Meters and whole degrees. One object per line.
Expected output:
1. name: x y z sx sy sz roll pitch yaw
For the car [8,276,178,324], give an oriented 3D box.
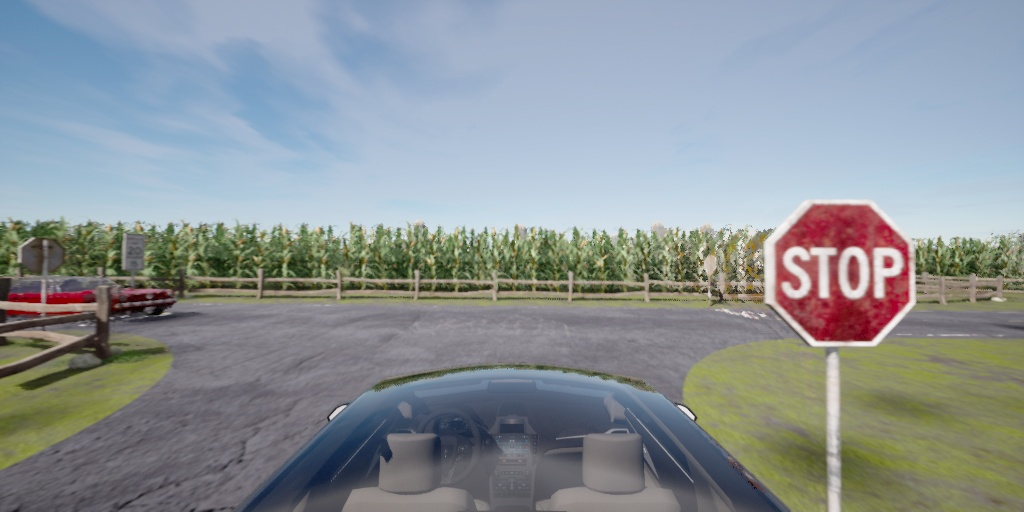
1. car: -13.246 1.281 10.928 4.718 1.301 1.895 1 -1 0
